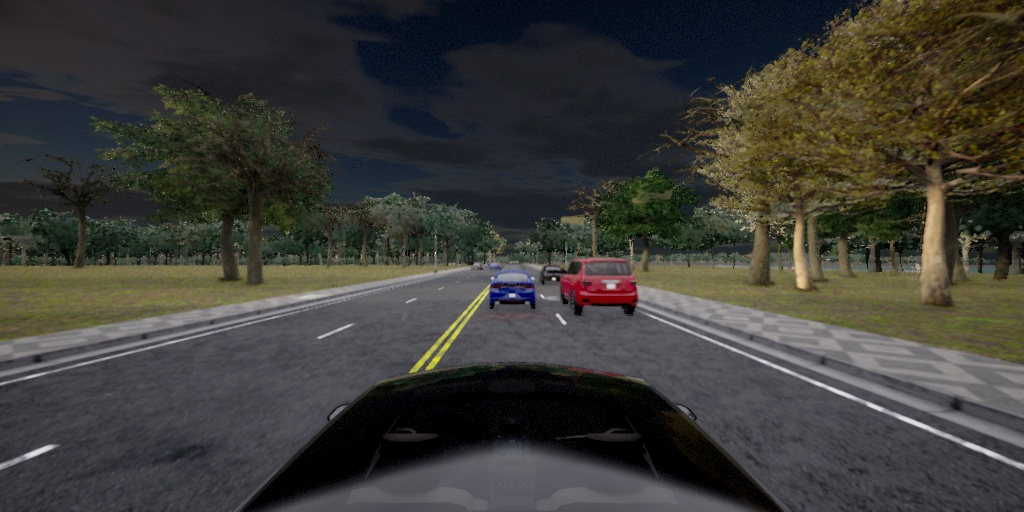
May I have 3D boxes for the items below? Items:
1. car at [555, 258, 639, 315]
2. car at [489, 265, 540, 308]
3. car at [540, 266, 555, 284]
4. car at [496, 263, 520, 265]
[{"bbox_3d":[3.266,1.100,14.441,2.150,2.045,5.566,0,0,0],"label":"car"},{"bbox_3d":[0.036,1.370,16.105,1.882,1.535,5.008,0,0,1],"label":"car"},{"bbox_3d":[3.285,1.550,30.364,1.837,1.490,4.892,0,0,0],"label":"car"},{"bbox_3d":[0.035,1.394,30.290,2.097,1.767,4.553,0,-1,0],"label":"car"}]
